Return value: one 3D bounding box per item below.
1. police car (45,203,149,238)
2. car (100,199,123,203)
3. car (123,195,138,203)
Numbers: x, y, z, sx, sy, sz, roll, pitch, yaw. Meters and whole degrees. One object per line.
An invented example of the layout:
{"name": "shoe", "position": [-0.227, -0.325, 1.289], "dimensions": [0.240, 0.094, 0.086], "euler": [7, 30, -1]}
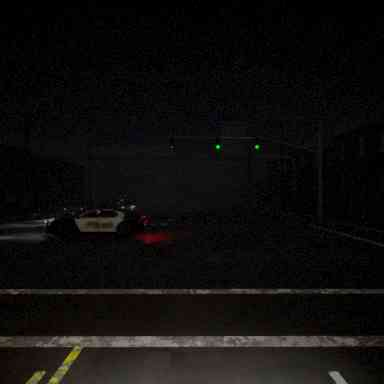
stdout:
{"name": "police car", "position": [-4.780, 1.504, 16.978], "dimensions": [4.974, 1.542, 2.038], "euler": [0, 0, 0]}
{"name": "car", "position": [-10.588, 1.547, 42.159], "dimensions": [2.033, 1.411, 5.357], "euler": [0, 0, 0]}
{"name": "car", "position": [-10.556, 1.351, 56.211], "dimensions": [2.097, 1.767, 4.553], "euler": [0, 0, 0]}
